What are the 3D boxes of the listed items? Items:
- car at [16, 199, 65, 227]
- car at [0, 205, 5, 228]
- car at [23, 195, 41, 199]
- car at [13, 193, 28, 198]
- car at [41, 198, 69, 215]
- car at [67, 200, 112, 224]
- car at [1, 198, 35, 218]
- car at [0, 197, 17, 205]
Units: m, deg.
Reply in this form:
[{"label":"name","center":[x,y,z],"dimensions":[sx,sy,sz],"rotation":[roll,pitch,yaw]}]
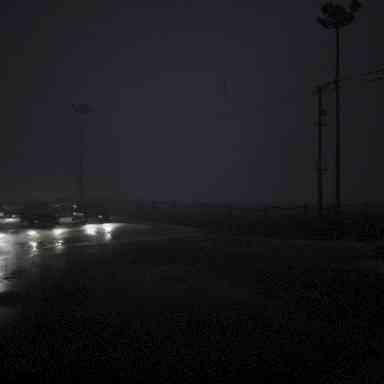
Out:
[{"label":"car","center":[-10.723,1.479,23.351],"dimensions":[1.882,1.535,5.008],"rotation":[0,0,-36]},{"label":"car","center":[-13.391,1.602,21.067],"dimensions":[1.895,1.301,4.718],"rotation":[0,0,-36]},{"label":"car","center":[-18.480,1.493,40.060],"dimensions":[2.128,1.511,4.902],"rotation":[0,0,-36]},{"label":"car","center":[-25.616,1.217,50.000],"dimensions":[2.150,2.045,5.566],"rotation":[0,1,-35]},{"label":"car","center":[-12.532,1.353,31.827],"dimensions":[2.097,1.767,4.553],"rotation":[0,0,-36]},{"label":"car","center":[-7.596,1.565,25.003],"dimensions":[1.994,1.385,4.181],"rotation":[0,0,-36]},{"label":"car","center":[-16.172,1.527,30.886],"dimensions":[1.812,1.442,4.674],"rotation":[0,0,-36]},{"label":"car","center":[-22.221,1.603,39.256],"dimensions":[1.895,1.301,4.718],"rotation":[0,0,-36]}]
